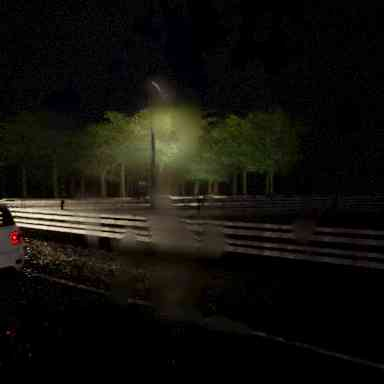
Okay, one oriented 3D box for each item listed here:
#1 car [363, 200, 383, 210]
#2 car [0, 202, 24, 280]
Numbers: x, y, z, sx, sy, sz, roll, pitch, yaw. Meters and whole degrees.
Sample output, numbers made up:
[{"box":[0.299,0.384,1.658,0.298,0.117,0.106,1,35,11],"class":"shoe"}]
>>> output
[{"box":[18.641,0.866,30.661,5.357,1.411,2.033,-1,0,-6],"class":"car"},{"box":[-6.594,1.210,8.650,5.566,2.045,2.150,0,0,36],"class":"car"}]
